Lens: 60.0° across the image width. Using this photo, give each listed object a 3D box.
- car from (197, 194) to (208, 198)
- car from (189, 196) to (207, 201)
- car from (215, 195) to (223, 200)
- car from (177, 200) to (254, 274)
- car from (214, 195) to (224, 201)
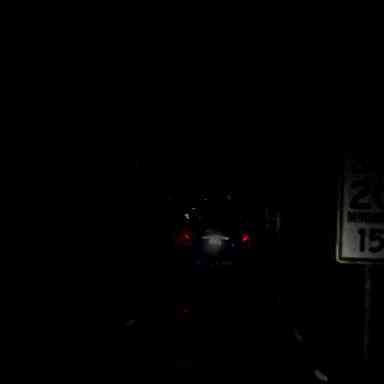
[{"bbox_3d":[1.444,1.077,51.844,1.837,1.490,4.892,1,0,5],"label":"car"},{"bbox_3d":[0.386,1.518,39.059,1.895,1.301,4.718,1,0,5],"label":"car"},{"bbox_3d":[6.894,1.450,85.579,1.895,1.301,4.718,1,0,5],"label":"car"},{"bbox_3d":[0.796,1.340,10.843,2.097,1.767,4.553,1,0,5],"label":"car"},{"bbox_3d":[6.093,1.362,75.549,2.097,1.767,4.553,1,0,5],"label":"car"}]
